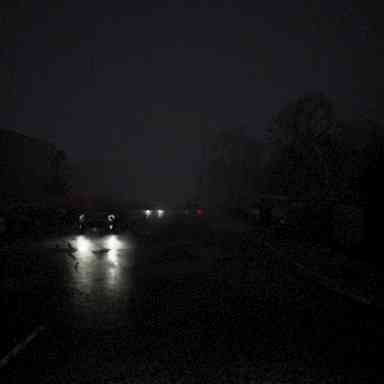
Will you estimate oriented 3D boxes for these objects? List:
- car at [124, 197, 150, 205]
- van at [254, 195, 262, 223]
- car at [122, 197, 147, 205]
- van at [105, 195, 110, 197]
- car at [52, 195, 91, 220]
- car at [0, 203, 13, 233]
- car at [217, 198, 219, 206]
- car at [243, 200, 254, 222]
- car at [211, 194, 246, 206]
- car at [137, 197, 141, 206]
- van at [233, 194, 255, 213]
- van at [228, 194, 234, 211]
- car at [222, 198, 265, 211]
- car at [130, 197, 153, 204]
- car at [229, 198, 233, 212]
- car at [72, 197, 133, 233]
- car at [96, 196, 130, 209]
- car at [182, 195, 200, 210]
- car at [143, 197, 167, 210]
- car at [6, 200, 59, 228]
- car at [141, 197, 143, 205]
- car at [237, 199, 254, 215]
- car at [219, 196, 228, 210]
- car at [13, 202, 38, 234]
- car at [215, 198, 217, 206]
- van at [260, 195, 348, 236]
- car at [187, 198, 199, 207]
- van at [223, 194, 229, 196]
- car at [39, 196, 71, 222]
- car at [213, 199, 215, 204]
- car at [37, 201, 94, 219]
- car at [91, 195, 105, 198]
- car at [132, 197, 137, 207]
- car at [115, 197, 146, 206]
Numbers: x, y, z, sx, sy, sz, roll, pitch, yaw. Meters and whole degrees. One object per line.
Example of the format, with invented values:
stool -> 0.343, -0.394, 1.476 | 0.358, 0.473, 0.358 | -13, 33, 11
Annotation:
car -> -11.288, 1.772, 68.182 | 4.892, 1.521, 2.231 | -1, -1, -20
van -> 6.539, 1.290, 21.139 | 4.442, 1.987, 1.878 | 1, 0, -20
car -> -11.289, 1.791, 65.248 | 4.674, 1.452, 2.002 | -1, -1, -20
van -> -11.463, 1.349, 35.867 | 4.442, 1.987, 1.878 | -1, 0, -20
car -> -11.401, 1.289, 27.098 | 5.566, 2.045, 2.435 | -1, 0, -20
car -> -11.572, 1.512, 15.312 | 5.366, 1.575, 1.946 | -1, 0, -20
car -> 6.515, 1.656, 47.603 | 4.792, 1.488, 2.163 | 1, -1, -20
car -> 6.440, 1.561, 24.035 | 4.674, 1.452, 2.002 | 1, 0, -20
car -> 6.492, 1.450, 59.357 | 5.566, 2.045, 2.435 | 1, 0, -20
car -> -11.285, 1.704, 53.524 | 4.792, 1.488, 2.163 | -1, -1, -20
van -> 6.344, 1.312, 29.882 | 4.442, 1.987, 1.878 | 1, 0, -20
van -> 6.573, 1.339, 35.858 | 4.442, 1.987, 1.878 | 1, -1, -20
car -> 6.467, 1.592, 41.704 | 4.892, 1.521, 2.231 | 1, -1, -20
car -> -11.264, 1.810, 74.045 | 4.892, 1.521, 2.231 | -1, 0, -20
car -> 6.451, 1.589, 32.874 | 4.674, 1.452, 2.002 | 1, -1, -20
car -> -5.072, 1.384, 19.609 | 2.097, 1.767, 4.553 | 0, 0, 0
car -> -11.358, 1.512, 47.638 | 4.553, 1.767, 2.185 | -1, -1, -20
car -> 0.087, 1.487, 46.160 | 2.097, 1.767, 4.553 | 0, 0, 0
car -> -4.965, 1.610, 45.102 | 1.882, 1.535, 5.008 | 0, -1, 1
car -> -11.377, 1.525, 21.243 | 4.892, 1.521, 2.231 | -1, 0, -20
car -> -11.317, 1.695, 56.450 | 4.892, 1.521, 2.231 | -1, -1, -20
car -> 6.444, 1.570, 26.980 | 4.674, 1.452, 2.002 | 1, 0, -20
car -> 6.294, 1.571, 38.694 | 5.366, 1.575, 1.946 | 1, 0, -20
car -> -11.359, 1.548, 18.316 | 4.792, 1.488, 2.163 | -1, 0, -20
car -> 6.468, 1.518, 50.527 | 4.553, 1.767, 2.185 | 1, -1, -20
van -> 6.315, 1.281, 18.106 | 4.442, 1.987, 1.878 | 1, 0, -20
car -> 0.110, 1.763, 56.231 | 1.994, 1.385, 4.181 | 0, 0, 0
van -> 6.589, 1.384, 44.694 | 4.442, 1.987, 1.878 | 1, -1, -20
car -> -11.413, 1.405, 24.175 | 4.553, 1.767, 2.185 | -1, 0, -20
car -> 6.533, 1.713, 56.438 | 4.792, 1.488, 2.163 | 1, -1, -20
car -> -11.367, 1.590, 30.046 | 4.674, 1.452, 2.002 | -1, 0, -20
car -> -11.331, 1.434, 32.985 | 4.553, 1.767, 2.185 | -1, 0, -20
car -> -11.326, 1.656, 50.578 | 4.892, 1.521, 2.231 | -1, -1, -20
car -> -11.465, 1.731, 62.246 | 5.366, 1.575, 1.946 | -1, 0, -20
